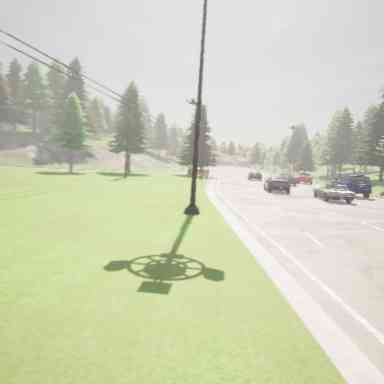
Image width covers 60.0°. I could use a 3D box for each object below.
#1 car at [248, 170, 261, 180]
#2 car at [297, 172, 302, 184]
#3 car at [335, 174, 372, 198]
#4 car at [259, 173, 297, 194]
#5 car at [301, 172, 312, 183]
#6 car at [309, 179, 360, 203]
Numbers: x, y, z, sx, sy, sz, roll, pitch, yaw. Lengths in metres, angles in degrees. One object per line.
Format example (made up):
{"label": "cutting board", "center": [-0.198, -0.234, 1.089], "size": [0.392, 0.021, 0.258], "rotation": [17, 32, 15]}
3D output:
{"label": "car", "center": [9.752, -2.606, 51.645], "size": [2.128, 1.511, 4.902], "rotation": [4, 5, 5]}
{"label": "car", "center": [12.520, -1.650, 43.889], "size": [2.033, 1.411, 5.357], "rotation": [4, 5, 5]}
{"label": "car", "center": [14.898, -0.655, 31.342], "size": [2.150, 2.045, 5.566], "rotation": [4, 6, 5]}
{"label": "car", "center": [7.800, -0.765, 30.632], "size": [2.128, 1.511, 4.902], "rotation": [4, 5, 5]}
{"label": "car", "center": [16.636, -2.172, 50.165], "size": [2.097, 1.767, 4.553], "rotation": [4, 6, 5]}
{"label": "car", "center": [10.806, 0.000, 25.639], "size": [1.895, 1.301, 4.718], "rotation": [4, 5, 5]}
